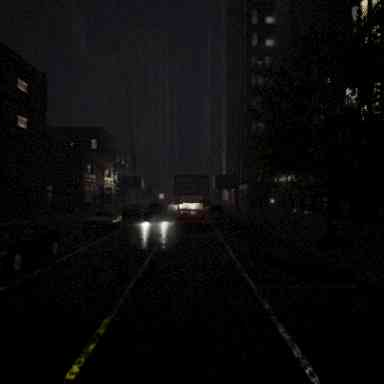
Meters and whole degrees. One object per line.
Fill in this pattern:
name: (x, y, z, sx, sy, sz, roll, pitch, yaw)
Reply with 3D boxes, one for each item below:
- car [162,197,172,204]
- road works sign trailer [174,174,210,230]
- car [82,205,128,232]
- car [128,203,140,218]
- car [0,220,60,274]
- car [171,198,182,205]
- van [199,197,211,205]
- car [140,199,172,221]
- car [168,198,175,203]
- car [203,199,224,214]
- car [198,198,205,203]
car: (-5.704, 2.020, 76.945, 1.967, 1.590, 4.097, 0, 0, 0)
road works sign trailer: (-0.003, 0.623, 22.307, 2.380, 3.560, 2.880, 0, 0, 0)
car: (-5.696, 1.678, 21.534, 1.752, 1.417, 4.829, 0, 0, 0)
car: (-5.697, 1.786, 32.753, 2.008, 1.369, 4.403, 0, 0, 0)
car: (-5.694, 1.625, 10.657, 2.008, 1.369, 4.403, 0, 0, 0)
car: (-3.009, 2.050, 70.993, 1.812, 1.442, 4.674, 0, 0, 0)
van: (2.677, 1.789, 60.379, 1.690, 1.788, 3.998, 0, 0, 0)
car: (-3.101, 1.691, 29.780, 1.882, 1.535, 5.008, 0, 0, 0)
car: (-5.705, 2.297, 93.517, 1.802, 1.307, 4.206, 0, 0, 0)
car: (2.682, 1.828, 38.281, 2.008, 1.369, 4.403, 0, 0, 0)
car: (2.675, 2.266, 93.522, 2.008, 1.369, 4.403, 0, 0, 0)
